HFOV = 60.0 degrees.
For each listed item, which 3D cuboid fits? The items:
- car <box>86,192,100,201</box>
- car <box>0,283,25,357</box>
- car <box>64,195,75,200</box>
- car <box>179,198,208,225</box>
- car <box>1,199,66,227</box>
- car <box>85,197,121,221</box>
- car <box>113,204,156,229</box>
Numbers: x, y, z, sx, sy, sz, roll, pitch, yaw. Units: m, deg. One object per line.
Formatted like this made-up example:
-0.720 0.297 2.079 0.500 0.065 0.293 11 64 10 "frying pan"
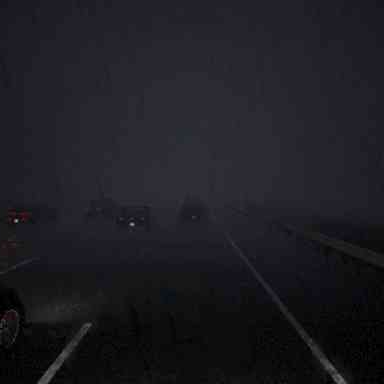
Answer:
-22.773 1.015 76.504 2.150 2.045 5.566 0 0 -7 "car"
-3.398 1.517 3.018 1.812 1.442 4.674 0 0 0 "car"
-31.153 1.360 84.531 1.895 1.301 4.718 0 0 -10 "car"
0.109 1.414 23.219 1.882 1.535 5.008 0 0 0 "car"
-10.392 1.444 22.124 1.837 1.490 4.892 0 0 0 "car"
-6.890 1.279 26.649 2.097 1.767 4.553 0 0 0 "car"
-3.391 1.543 21.111 1.895 1.301 4.718 0 0 0 "car"
